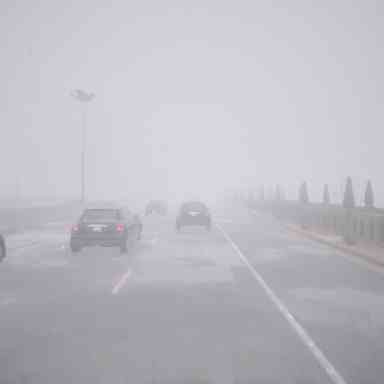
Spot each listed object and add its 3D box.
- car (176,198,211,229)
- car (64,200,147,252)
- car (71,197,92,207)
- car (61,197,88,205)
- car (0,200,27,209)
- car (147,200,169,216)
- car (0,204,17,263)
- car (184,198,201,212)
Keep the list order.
[{"bbox_3d":[0.099,1.353,21.504,2.097,1.767,4.553,0,0,0],"label":"car"},{"bbox_3d":[-3.400,1.352,14.031,2.097,1.767,4.553,0,0,0],"label":"car"},{"bbox_3d":[-17.506,1.530,52.762,1.812,1.442,4.674,0,0,0],"label":"car"},{"bbox_3d":[-14.048,1.492,39.629,2.128,1.511,4.902,0,0,0],"label":"car"},{"bbox_3d":[-21.049,1.601,38.282,1.895,1.301,4.718,0,0,1],"label":"car"},{"bbox_3d":[-3.401,1.506,32.178,1.837,1.490,4.892,0,0,0],"label":"car"},{"bbox_3d":[-6.901,1.352,8.662,2.097,1.767,4.553,0,0,0],"label":"car"},{"bbox_3d":[0.087,1.479,39.428,1.882,1.535,5.008,0,0,0],"label":"car"}]
